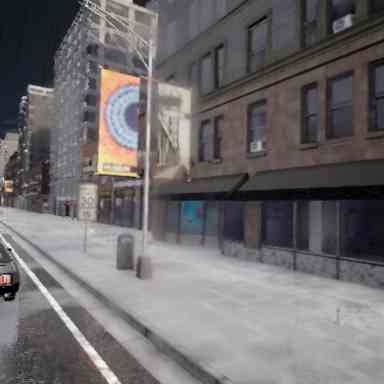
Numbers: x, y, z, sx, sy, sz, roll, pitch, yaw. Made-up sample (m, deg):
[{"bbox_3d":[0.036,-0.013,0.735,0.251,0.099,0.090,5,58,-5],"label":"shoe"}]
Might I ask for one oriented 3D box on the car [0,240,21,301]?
[{"bbox_3d":[-5.589,1.845,8.362,1.895,1.301,4.718,3,-3,-33],"label":"car"}]
